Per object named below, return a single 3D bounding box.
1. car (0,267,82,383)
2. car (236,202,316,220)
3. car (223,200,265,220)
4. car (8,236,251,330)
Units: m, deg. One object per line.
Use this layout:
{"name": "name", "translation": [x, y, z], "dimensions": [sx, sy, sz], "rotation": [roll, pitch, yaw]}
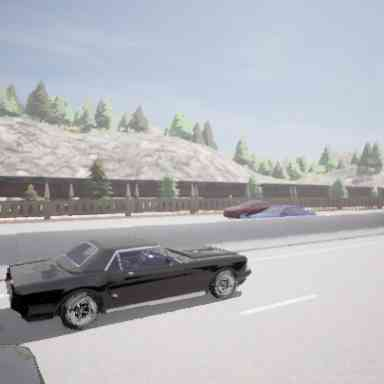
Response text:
{"name": "car", "translation": [-3.413, 1.552, 1.348], "dimensions": [5.357, 1.411, 2.033], "rotation": [0, 0, -31]}
{"name": "car", "translation": [5.049, 1.488, 18.761], "dimensions": [4.674, 1.442, 1.812], "rotation": [0, 0, -29]}
{"name": "car", "translation": [4.833, 1.432, 26.627], "dimensions": [5.008, 1.535, 1.882], "rotation": [0, 0, -28]}
{"name": "car", "translation": [-1.086, 1.593, 6.835], "dimensions": [4.718, 1.301, 1.895], "rotation": [0, 0, -31]}
